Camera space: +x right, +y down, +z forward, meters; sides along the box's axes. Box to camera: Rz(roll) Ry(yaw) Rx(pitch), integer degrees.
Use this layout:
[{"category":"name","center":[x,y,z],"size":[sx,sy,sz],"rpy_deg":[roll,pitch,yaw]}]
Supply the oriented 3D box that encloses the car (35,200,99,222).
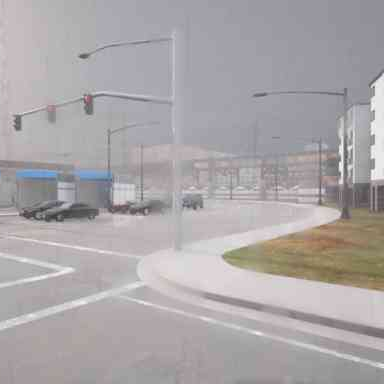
[{"category":"car","center":[-9.590,1.526,26.544],"size":[1.812,1.442,4.674],"rpy_deg":[0,0,36]}]

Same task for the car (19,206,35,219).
[{"category":"car","center":[-12.299,1.505,28.770],"size":[1.837,1.490,4.892],"rpy_deg":[0,0,36]}]

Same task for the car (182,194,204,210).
[{"category":"car","center":[-0.030,1.221,43.744],"size":[2.150,2.045,5.566],"rpy_deg":[0,0,16]}]

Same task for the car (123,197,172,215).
[{"category":"car","center":[-4.459,1.505,34.031],"size":[1.837,1.490,4.892],"rpy_deg":[0,0,30]}]

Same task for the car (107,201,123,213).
[{"category":"car","center":[-7.067,1.601,36.378],"size":[1.895,1.301,4.718],"rpy_deg":[0,0,30]}]
